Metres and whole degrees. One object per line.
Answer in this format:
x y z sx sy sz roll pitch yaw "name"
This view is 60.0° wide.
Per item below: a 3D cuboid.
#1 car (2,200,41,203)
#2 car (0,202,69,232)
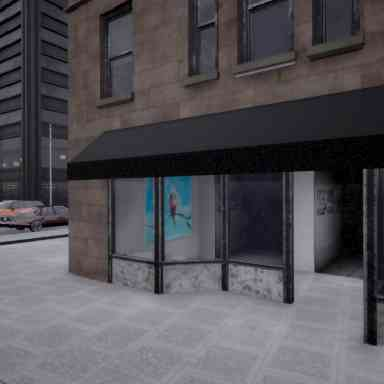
-11.369 1.311 21.013 2.097 1.767 4.553 0 0 35 "car"
-8.451 1.491 19.765 2.033 1.411 5.357 0 0 35 "car"
